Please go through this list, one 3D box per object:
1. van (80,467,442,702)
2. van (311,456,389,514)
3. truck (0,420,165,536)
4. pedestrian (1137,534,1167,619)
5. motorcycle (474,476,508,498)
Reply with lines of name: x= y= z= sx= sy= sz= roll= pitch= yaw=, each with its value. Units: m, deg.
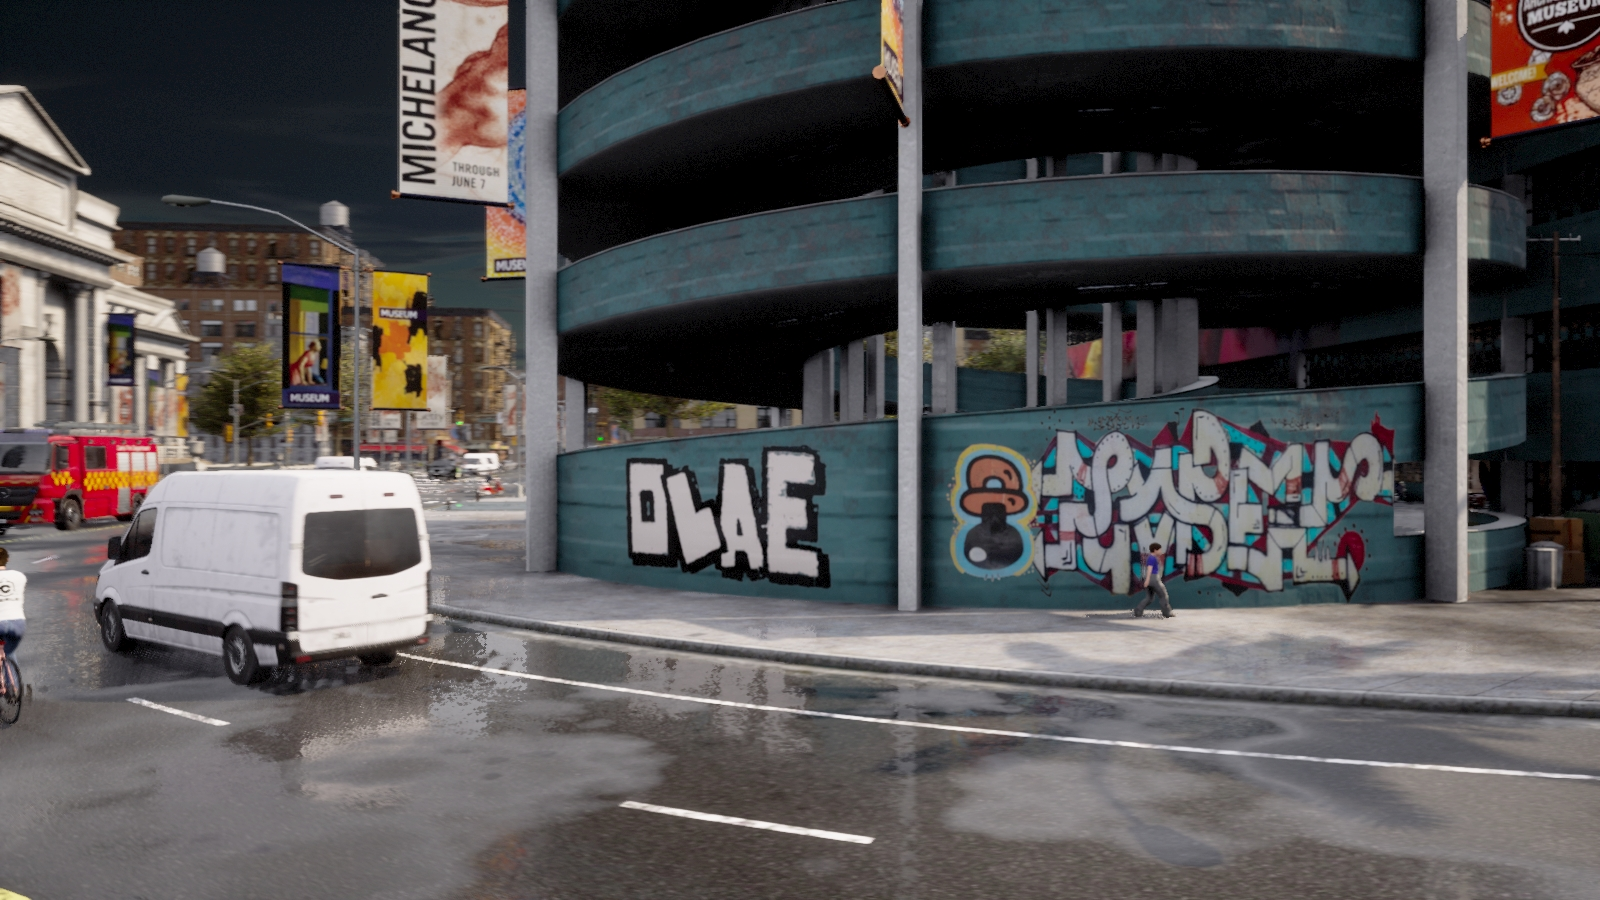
van: x=-7.465 y=1.552 z=15.470 sx=5.915 sy=2.561 sz=1.988 roll=0 pitch=0 yaw=38
van: x=-21.383 y=1.597 z=54.557 sx=1.988 sy=2.561 sz=5.915 roll=0 pitch=0 yaw=-6
truck: x=-26.840 y=0.934 z=42.191 sx=2.891 sy=3.827 sz=8.468 roll=0 pitch=0 yaw=-6
pedestrian: x=5.590 y=2.003 z=18.158 sx=0.375 sy=1.300 sz=0.375 roll=0 pitch=0 yaw=5
motorcycle: x=-18.996 y=2.266 z=70.249 sx=0.856 sy=1.236 sz=1.805 roll=3 pitch=3 yaw=41
